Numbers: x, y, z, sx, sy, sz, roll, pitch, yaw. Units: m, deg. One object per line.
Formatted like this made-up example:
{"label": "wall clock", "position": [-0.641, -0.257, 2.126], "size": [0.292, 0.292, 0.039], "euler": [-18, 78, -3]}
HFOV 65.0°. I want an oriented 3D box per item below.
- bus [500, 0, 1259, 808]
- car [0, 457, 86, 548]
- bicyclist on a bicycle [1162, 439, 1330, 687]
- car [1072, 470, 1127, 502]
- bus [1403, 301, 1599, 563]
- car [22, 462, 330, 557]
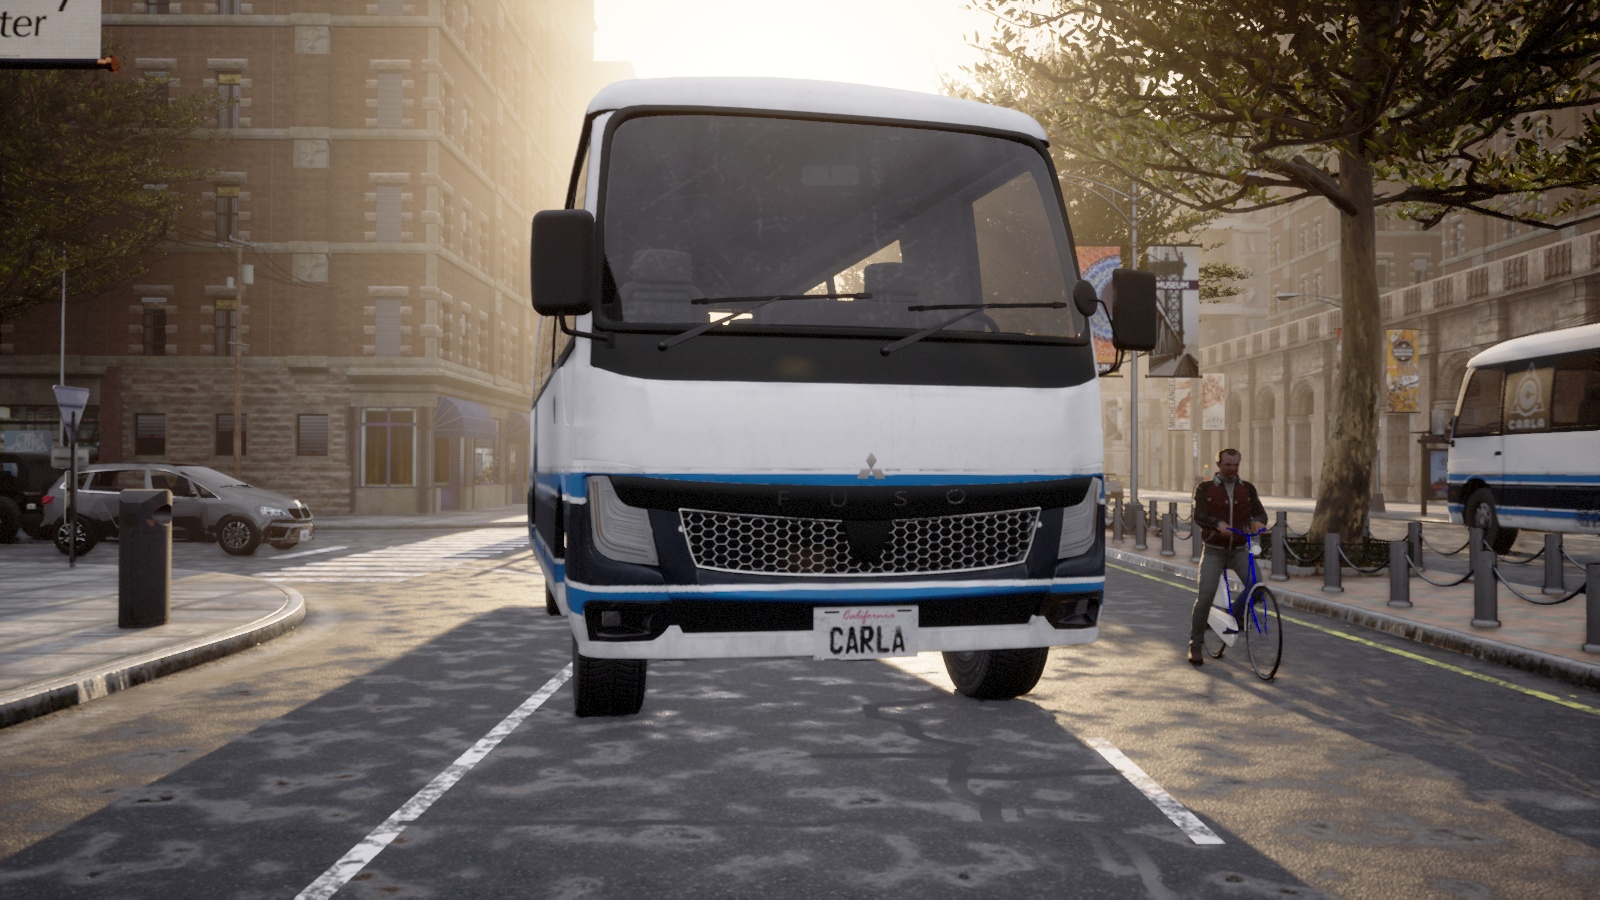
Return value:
{"label": "bus", "position": [-0.664, -0.380, 11.321], "size": [3.944, 4.253, 10.273], "euler": [0, -1, -14]}
{"label": "car", "position": [-17.726, 1.108, 26.803], "size": [3.866, 1.878, 1.905], "euler": [0, -1, -1]}
{"label": "bicyclist on a bicycle", "position": [3.474, 0.829, 9.958], "size": [0.659, 1.776, 1.843], "euler": [0, -1, 0]}
{"label": "car", "position": [14.845, 1.765, 62.491], "size": [1.845, 1.501, 3.633], "euler": [0, -1, 0]}
{"label": "bus", "position": [14.940, -0.275, 21.817], "size": [3.944, 4.253, 10.273], "euler": [0, -1, 0]}
{"label": "car", "position": [-11.479, 1.077, 23.385], "size": [4.611, 1.667, 2.242], "euler": [0, -1, 0]}
